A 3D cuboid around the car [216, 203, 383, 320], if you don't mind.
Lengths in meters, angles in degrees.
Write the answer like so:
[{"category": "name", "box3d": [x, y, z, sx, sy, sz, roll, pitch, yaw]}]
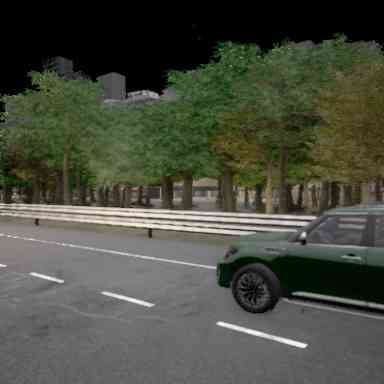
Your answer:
[{"category": "car", "box3d": [3.149, 1.223, 5.921, 5.566, 2.045, 2.150, 0, 0, 35]}]
